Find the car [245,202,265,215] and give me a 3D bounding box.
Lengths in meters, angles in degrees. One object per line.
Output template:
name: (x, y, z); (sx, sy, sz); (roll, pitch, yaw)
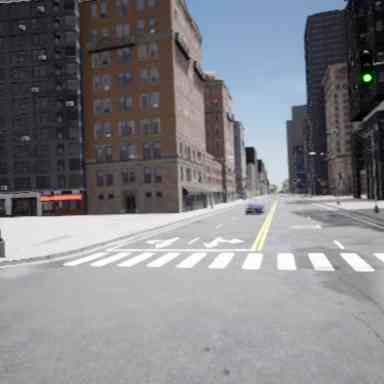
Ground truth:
car: (6.803, 1.742, 35.803); (1.895, 1.301, 4.718); (-3, -1, 15)
